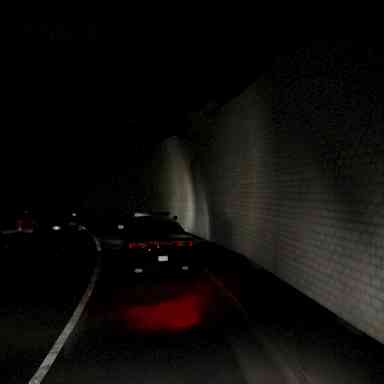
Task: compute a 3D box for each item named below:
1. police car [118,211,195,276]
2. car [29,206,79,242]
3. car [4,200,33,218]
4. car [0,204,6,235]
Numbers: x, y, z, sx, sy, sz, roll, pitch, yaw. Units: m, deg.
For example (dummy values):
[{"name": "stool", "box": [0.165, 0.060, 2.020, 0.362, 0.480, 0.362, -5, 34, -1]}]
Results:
[{"name": "police car", "box": [-1.301, 1.425, 10.654, 1.930, 1.638, 5.238, 0, 0, -13]}, {"name": "car", "box": [-6.814, 1.564, 16.643, 1.994, 1.385, 4.181, 0, 0, -23]}, {"name": "car", "box": [-16.039, 1.492, 30.649, 2.128, 1.511, 4.902, 0, 0, -42]}, {"name": "car", "box": [-10.092, 1.526, 15.406, 1.812, 1.442, 4.674, 0, 0, -23]}]
